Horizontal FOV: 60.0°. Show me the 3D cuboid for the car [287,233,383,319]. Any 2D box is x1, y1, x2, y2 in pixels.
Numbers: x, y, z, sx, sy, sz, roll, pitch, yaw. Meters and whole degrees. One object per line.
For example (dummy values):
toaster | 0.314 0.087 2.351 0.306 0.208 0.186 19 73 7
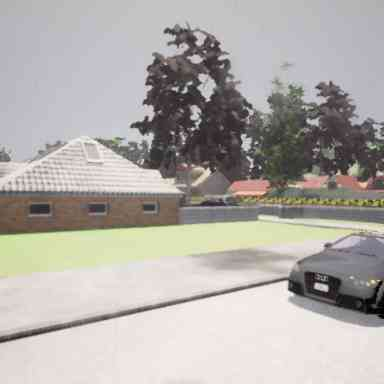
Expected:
car | 4.101 1.663 7.528 4.181 1.385 1.994 1 -1 -35
